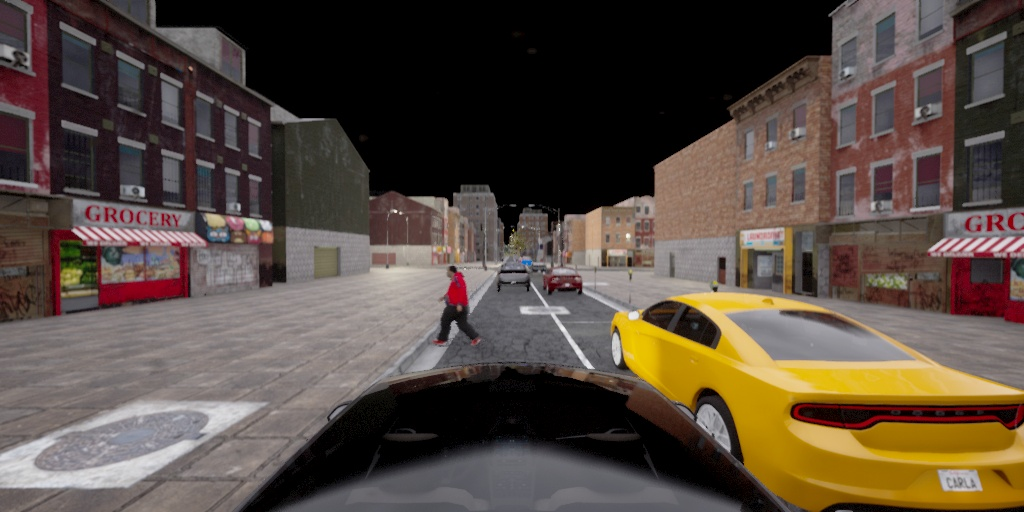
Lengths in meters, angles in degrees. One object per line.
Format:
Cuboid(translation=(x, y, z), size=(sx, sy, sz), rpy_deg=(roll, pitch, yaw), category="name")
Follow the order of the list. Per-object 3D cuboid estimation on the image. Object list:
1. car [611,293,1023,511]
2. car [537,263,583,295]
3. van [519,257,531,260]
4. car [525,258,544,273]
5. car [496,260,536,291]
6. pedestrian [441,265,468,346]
Cuboid(translation=(2.748, 1.215, 4.678), size=(1.882, 1.535, 5.008), rpy_deg=(0, 0, 0), category="car")
Cuboid(translation=(2.616, 1.229, 19.152), size=(1.888, 1.381, 4.507), rpy_deg=(0, 0, 0), category="car")
Cuboid(translation=(2.558, 1.040, 62.982), size=(1.690, 1.789, 3.998), rpy_deg=(0, 0, 0), category="van")
Cuboid(translation=(2.593, 1.210, 36.027), size=(2.007, 1.370, 4.403), rpy_deg=(0, 0, 0), category="car")
Cuboid(translation=(0.078, 1.171, 21.173), size=(2.128, 1.511, 4.902), rpy_deg=(0, 0, 0), category="car")
Cuboid(translation=(-1.224, 1.018, 7.667), size=(0.375, 1.860, 0.375), rpy_deg=(-1, 1, 0), category="pedestrian")
